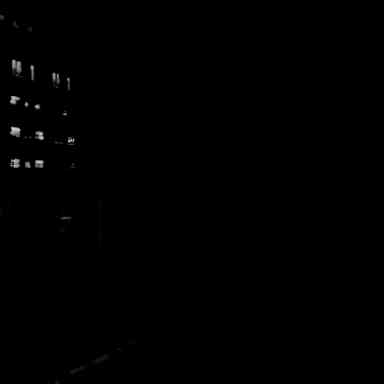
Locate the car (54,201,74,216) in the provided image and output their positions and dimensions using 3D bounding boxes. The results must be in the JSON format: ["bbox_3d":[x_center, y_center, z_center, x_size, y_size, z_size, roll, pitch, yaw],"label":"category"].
[{"bbox_3d":[-11.775,1.623,34.595,1.882,1.535,5.008,0,-1,35],"label":"car"}]

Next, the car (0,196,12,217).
[{"bbox_3d":[-18.602,1.297,29.377,2.192,1.841,5.009,-1,-1,35],"label":"car"}]
